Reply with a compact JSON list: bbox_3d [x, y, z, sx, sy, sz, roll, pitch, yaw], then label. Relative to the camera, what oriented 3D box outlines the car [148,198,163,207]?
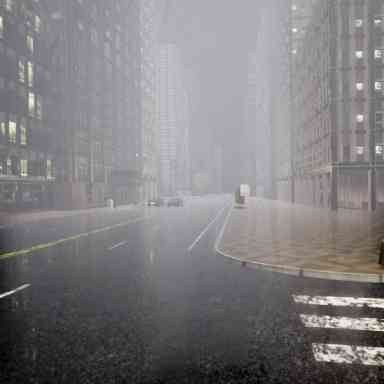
[{"bbox_3d":[-5.867,1.667,54.401,2.128,1.511,4.902,-1,0,8],"label":"car"}]

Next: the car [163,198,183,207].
[{"bbox_3d":[-2.647,1.678,53.956,2.033,1.411,5.357,-1,0,8],"label":"car"}]
